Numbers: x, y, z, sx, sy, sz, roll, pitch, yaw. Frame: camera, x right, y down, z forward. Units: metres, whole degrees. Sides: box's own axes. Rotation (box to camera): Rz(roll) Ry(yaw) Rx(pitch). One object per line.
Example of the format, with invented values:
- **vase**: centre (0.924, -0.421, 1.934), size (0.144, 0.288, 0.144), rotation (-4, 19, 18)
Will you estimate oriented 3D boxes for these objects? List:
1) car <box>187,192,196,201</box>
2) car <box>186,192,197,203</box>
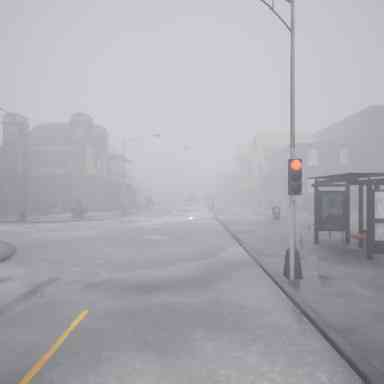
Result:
- **car**: centre (-0.076, 1.057, 77.277), size (2.150, 2.045, 5.566), rotation (0, 0, 0)
- **car**: centre (-0.066, 1.352, 67.214), size (2.097, 1.767, 4.553), rotation (0, 0, 0)
